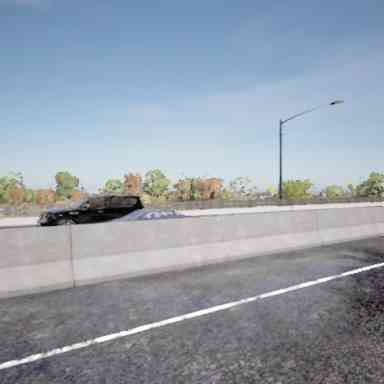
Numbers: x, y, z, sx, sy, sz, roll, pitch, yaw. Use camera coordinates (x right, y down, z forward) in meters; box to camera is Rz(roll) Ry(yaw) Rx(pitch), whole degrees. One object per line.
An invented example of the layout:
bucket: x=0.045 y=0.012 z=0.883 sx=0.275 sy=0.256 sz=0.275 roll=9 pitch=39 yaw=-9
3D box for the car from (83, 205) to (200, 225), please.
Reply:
car: x=-1.929 y=1.501 z=15.478 sx=5.357 sy=1.411 sz=2.033 roll=0 pitch=0 yaw=-35

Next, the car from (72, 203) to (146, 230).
car: x=-5.347 y=1.510 z=21.629 sx=4.181 sy=1.385 sz=1.994 roll=0 pitch=0 yaw=-35

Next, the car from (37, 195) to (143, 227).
car: x=-5.072 y=1.180 z=17.545 sx=5.566 sy=2.045 sz=2.150 roll=0 pitch=0 yaw=-35
